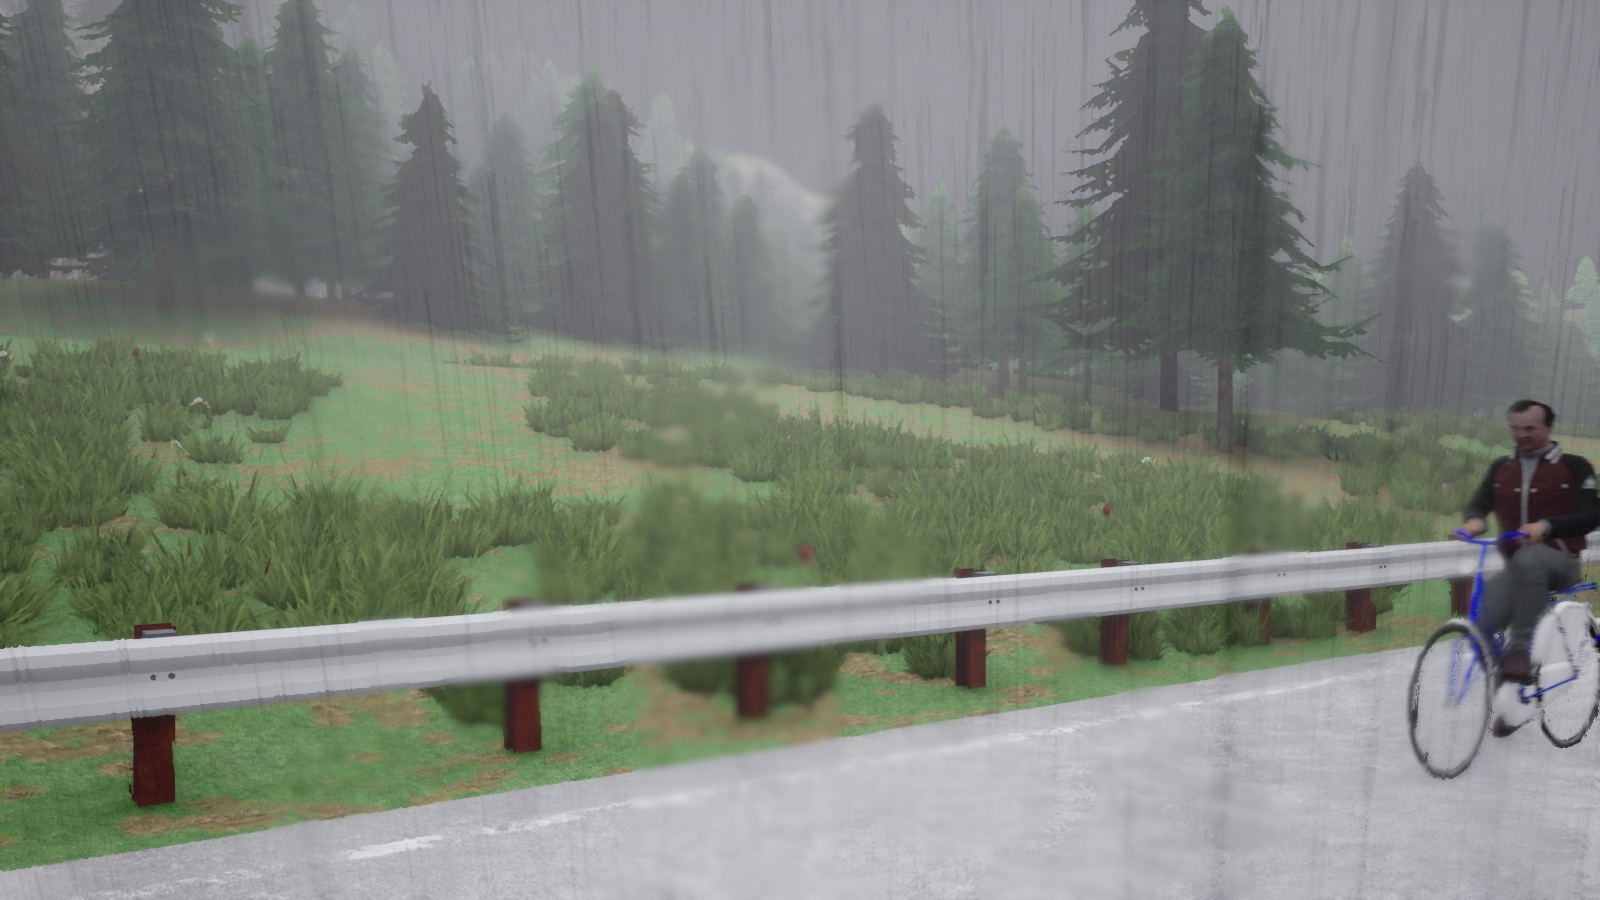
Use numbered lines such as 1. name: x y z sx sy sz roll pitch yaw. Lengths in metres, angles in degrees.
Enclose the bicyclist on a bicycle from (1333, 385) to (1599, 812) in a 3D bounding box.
1. bicyclist on a bicycle: 3.395 0.623 6.024 1.843 1.776 0.659 0 0 -35
